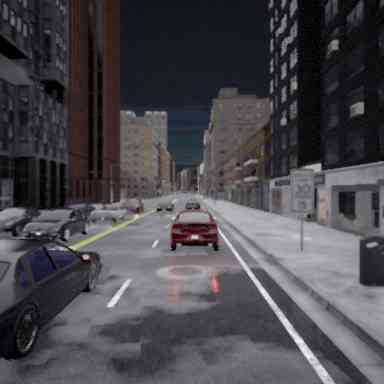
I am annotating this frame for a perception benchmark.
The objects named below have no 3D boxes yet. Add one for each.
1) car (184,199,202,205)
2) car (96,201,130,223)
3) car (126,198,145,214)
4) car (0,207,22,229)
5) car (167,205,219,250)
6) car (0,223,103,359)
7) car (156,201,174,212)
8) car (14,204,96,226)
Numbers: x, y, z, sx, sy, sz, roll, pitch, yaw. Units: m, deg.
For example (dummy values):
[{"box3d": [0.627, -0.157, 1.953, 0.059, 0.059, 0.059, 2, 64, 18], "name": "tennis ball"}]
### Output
[{"box3d": [0.105, 1.626, 38.957, 1.837, 1.490, 4.892, 0, 0, 0], "name": "car"}, {"box3d": [-6.586, 1.684, 26.733, 1.895, 1.301, 4.718, 0, 0, 0], "name": "car"}, {"box3d": [-6.543, 1.466, 36.894, 2.097, 1.767, 4.553, 0, 0, 0], "name": "car"}, {"box3d": [-9.831, 1.585, 18.708, 1.812, 1.442, 4.674, 0, 0, 0], "name": "car"}, {"box3d": [0.103, 1.524, 14.689, 1.882, 1.535, 5.008, 0, 0, 0], "name": "car"}, {"box3d": [-3.151, 1.567, 5.920, 2.033, 1.411, 5.357, 0, 0, 0], "name": "car"}, {"box3d": [-3.146, 1.723, 39.488, 1.895, 1.301, 4.718, 0, 0, 0], "name": "car"}, {"box3d": [-6.596, 1.558, 16.704, 1.837, 1.490, 4.892, 0, 0, 0], "name": "car"}]
